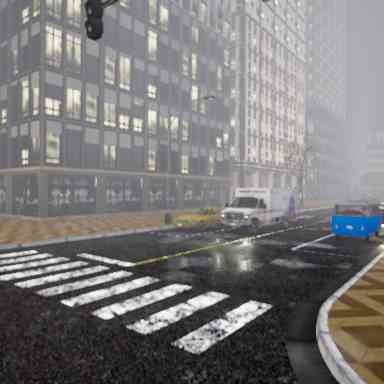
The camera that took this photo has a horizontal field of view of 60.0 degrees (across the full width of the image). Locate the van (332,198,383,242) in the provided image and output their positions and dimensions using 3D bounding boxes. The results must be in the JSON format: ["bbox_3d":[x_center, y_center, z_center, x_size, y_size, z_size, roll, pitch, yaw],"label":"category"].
[{"bbox_3d":[8.166,1.350,16.316,1.690,1.788,3.998,0,0,38],"label":"van"}]

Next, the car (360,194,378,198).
[{"bbox_3d":[30.927,1.324,58.462,2.192,1.841,5.009,0,0,38],"label":"car"}]

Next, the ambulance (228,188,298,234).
[{"bbox_3d":[4.095,1.003,19.913,2.351,2.431,6.366,1,0,38],"label":"ambulance"}]

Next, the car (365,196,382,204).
[{"bbox_3d":[34.349,1.568,62.848,2.008,1.369,4.403,0,0,38],"label":"car"}]

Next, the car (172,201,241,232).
[{"bbox_3d":[0.801,1.476,20.080,1.752,1.417,4.829,0,0,38],"label":"car"}]

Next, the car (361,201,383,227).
[{"bbox_3d":[13.173,1.455,22.912,1.967,1.590,4.097,0,0,38],"label":"car"}]
